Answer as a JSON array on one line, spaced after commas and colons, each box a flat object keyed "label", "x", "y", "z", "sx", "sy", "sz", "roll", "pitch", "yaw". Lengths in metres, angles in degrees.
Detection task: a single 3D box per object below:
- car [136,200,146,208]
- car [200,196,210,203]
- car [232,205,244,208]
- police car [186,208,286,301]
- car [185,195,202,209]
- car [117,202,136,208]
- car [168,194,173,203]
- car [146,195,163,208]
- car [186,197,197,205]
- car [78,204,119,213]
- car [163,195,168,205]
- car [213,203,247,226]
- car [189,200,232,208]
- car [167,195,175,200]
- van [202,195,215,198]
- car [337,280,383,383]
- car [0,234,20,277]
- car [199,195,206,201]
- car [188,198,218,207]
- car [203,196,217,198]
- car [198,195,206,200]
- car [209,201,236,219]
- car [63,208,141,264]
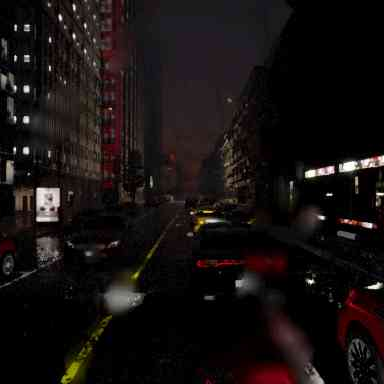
[{"label": "car", "x": -5.691, "y": 1.561, "z": 30.146, "sx": 1.947, "sy": 1.339, "sz": 4.313, "roll": 1, "pitch": 0, "yaw": 0}, {"label": "car", "x": 2.676, "y": 1.548, "z": 69.711, "sx": 1.802, "sy": 1.307, "sz": 4.206, "roll": 1, "pitch": 0, "yaw": 0}, {"label": "car", "x": 2.693, "y": 1.525, "z": 18.972, "sx": 1.752, "sy": 1.417, "sz": 4.829, "roll": 1, "pitch": 0, "yaw": 0}, {"label": "police car", "x": 0.896, "y": 1.426, "z": 8.507, "sx": 1.930, "sy": 1.638, "sz": 5.238, "roll": 0, "pitch": 0, "yaw": 0}, {"label": "car", "x": -0.010, "y": 1.463, "z": 45.861, "sx": 1.882, "sy": 1.535, "sz": 5.008, "roll": 0, "pitch": 0, "yaw": 0}, {"label": "car", "x": -5.689, "y": 1.543, "z": 24.489, "sx": 1.887, "sy": 1.381, "sz": 4.507, "roll": 1, "pitch": 0, "yaw": 0}, {"label": "car", "x": -5.702, "y": 1.406, "z": 69.744, "sx": 1.967, "sy": 1.590, "sz": 4.097, "roll": 1, "pitch": 0, "yaw": 0}, {"label": "car", "x": -5.695, "y": 1.425, "z": 47.118, "sx": 1.967, "sy": 1.590, "sz": 4.097, "roll": 1, "pitch": 0, "yaw": 0}, {"label": "car", "x": -0.021, "y": 1.576, "z": 60.023, "sx": 1.895, "sy": 1.301, "sz": 4.718, "roll": 0, "pitch": 0, "yaw": 0}, {"label": "car", "x": -5.688, "y": 1.582, "z": 18.832, "sx": 1.802, "sy": 1.307, "sz": 4.206, "roll": 1, "pitch": 0, "yaw": 0}, {"label": "car", "x": -5.701, "y": 1.558, "z": 58.431, "sx": 1.802, "sy": 1.307, "sz": 4.206, "roll": 1, "pitch": 0, "yaw": 0}, {"label": "car", "x": 2.691, "y": 1.564, "z": 24.458, "sx": 1.947, "sy": 1.339, "sz": 4.313, "roll": 1, "pitch": 0, "yaw": 0}, {"label": "car", "x": 0.893, "y": 1.455, "z": 18.588, "sx": 1.801, "sy": 1.575, "sz": 5.366, "roll": 0, "pitch": 0, "yaw": 0}, {"label": "car", "x": -5.711, "y": 1.503, "z": 92.371, "sx": 1.947, "sy": 1.339, "sz": 4.313, "roll": 1, "pitch": 0, "yaw": 0}, {"label": "van", "x": 2.686, "y": 1.326, "z": 47.085, "sx": 1.690, "sy": 1.788, "sz": 3.998, "roll": 1, "pitch": 0, "yaw": 0}, {"label": "car", "x": 2.702, "y": 1.316, "z": 1.832, "sx": 2.192, "sy": 1.841, "sz": 5.009, "roll": 1, "pitch": 0, "yaw": 0}, {"label": "car", "x": -5.683, "y": 1.546, "z": 7.519, "sx": 1.887, "sy": 1.381, "sz": 4.507, "roll": 1, "pitch": 0, "yaw": 0}, {"label": "car", "x": 2.671, "y": 1.527, "z": 86.682, "sx": 1.802, "sy": 1.307, "sz": 4.206, "roll": 1, "pitch": 0, "yaw": 0}, {"label": "car", "x": 0.807, "y": 1.454, "z": 24.586, "sx": 1.801, "sy": 1.575, "sz": 5.366, "roll": 0, "pitch": 0, "yaw": 0}, {"label": "car", "x": 2.685, "y": 1.554, "z": 41.428, "sx": 1.947, "sy": 1.339, "sz": 4.313, "roll": 1, "pitch": 0, "yaw": 0}, {"label": "car", "x": 2.669, "y": 1.488, "z": 92.338, "sx": 2.008, "sy": 1.369, "sz": 4.403, "roll": 1, "pitch": 0, "yaw": 0}, {"label": "car", "x": 2.689, "y": 1.546, "z": 30.115, "sx": 2.008, "sy": 1.369, "sz": 4.403, "roll": 1, "pitch": 0, "yaw": 0}, {"label": "car", "x": -3.003, "y": 1.527, "z": 12.002, "sx": 1.812, "sy": 1.442, "sz": 4.674, "roll": 0, "pitch": 0, "yaw": 0}]
